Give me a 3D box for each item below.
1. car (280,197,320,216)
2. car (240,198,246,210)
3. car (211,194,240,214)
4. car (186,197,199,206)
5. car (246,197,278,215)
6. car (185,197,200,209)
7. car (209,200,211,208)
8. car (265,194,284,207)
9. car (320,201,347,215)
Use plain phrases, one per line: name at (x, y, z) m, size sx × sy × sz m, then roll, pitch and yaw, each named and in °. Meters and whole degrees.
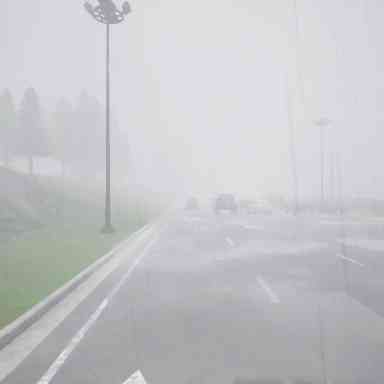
car at (10.546, 1.508, 32.905) m, size 1.837 × 1.490 × 4.892 m, roll 0°, pitch 0°, yaw 0°
car at (7.019, 1.482, 43.985) m, size 1.882 × 1.535 × 5.008 m, roll 0°, pitch 0°, yaw 0°
car at (3.496, 1.225, 35.641) m, size 2.150 × 2.045 × 5.566 m, roll 0°, pitch 0°, yaw 1°
car at (0.017, 1.553, 54.992) m, size 2.033 × 1.411 × 5.357 m, roll 0°, pitch 0°, yaw -3°
car at (7.040, 1.529, 33.991) m, size 1.812 × 1.442 × 4.674 m, roll 0°, pitch 0°, yaw 0°
car at (0.039, 1.552, 44.316) m, size 2.033 × 1.411 × 5.357 m, roll 0°, pitch 0°, yaw 0°
car at (3.481, 1.530, 46.041) m, size 1.812 × 1.442 × 4.674 m, roll 0°, pitch 0°, yaw 0°
car at (10.518, 1.226, 43.346) m, size 2.150 × 2.045 × 5.566 m, roll 0°, pitch 0°, yaw 0°
car at (14.047, 1.604, 34.340) m, size 1.895 × 1.301 × 4.718 m, roll 0°, pitch 0°, yaw 0°
